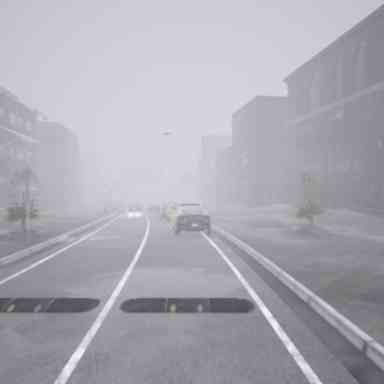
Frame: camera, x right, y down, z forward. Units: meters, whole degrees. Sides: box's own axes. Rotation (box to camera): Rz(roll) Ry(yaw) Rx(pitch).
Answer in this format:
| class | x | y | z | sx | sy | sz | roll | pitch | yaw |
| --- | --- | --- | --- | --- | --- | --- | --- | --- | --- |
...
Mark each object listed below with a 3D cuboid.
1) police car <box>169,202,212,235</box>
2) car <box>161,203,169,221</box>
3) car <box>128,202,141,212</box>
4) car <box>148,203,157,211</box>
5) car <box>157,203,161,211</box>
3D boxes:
| class | x | y | z | sx | sy | sz | roll | pitch | yaw |
| --- | --- | --- | --- | --- | --- | --- | --- | --- | --- |
| police car | -0.118 | 1.442 | 18.943 | 1.930 | 1.638 | 5.238 | 0 | -1 | -6 |
| car | -1.395 | 1.652 | 29.065 | 1.801 | 1.575 | 5.366 | 0 | -1 | -8 |
| car | -8.846 | 2.328 | 51.693 | 2.128 | 1.511 | 4.902 | 0 | -1 | -8 |
| car | -6.165 | 2.438 | 54.410 | 1.895 | 1.301 | 4.718 | 0 | 0 | -9 |
| car | -2.265 | 1.843 | 34.845 | 1.882 | 1.535 | 5.008 | 0 | -2 | -9 |
